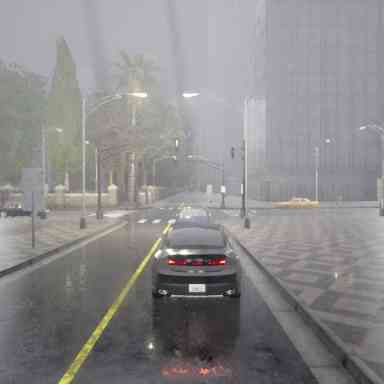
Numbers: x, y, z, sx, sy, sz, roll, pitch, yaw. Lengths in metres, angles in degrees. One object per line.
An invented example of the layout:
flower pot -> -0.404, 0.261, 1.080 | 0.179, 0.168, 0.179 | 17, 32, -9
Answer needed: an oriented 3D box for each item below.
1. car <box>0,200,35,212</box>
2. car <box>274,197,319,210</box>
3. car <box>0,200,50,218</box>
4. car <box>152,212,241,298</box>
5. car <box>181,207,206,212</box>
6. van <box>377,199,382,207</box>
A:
car -> -20.453, 1.587, 38.046 | 4.206, 1.307, 1.802 | 0, 1, 0
car -> 11.893, 1.292, 37.883 | 4.829, 1.417, 1.752 | -1, 1, 0
car -> -14.960, 1.592, 29.492 | 4.403, 1.369, 2.008 | 0, 1, 0
car -> 0.093, 1.500, 8.475 | 1.837, 1.490, 4.892 | 0, 0, 0
car -> 0.075, 1.527, 18.206 | 2.033, 1.411, 5.357 | 0, 0, 1
van -> 23.301, 0.986, 37.822 | 3.998, 1.788, 1.690 | -1, 1, 0
